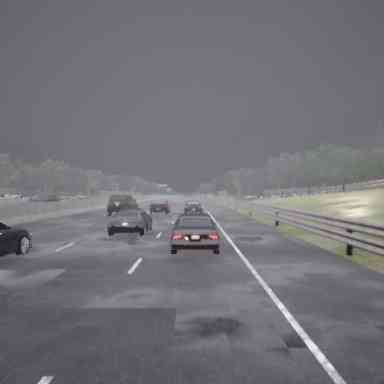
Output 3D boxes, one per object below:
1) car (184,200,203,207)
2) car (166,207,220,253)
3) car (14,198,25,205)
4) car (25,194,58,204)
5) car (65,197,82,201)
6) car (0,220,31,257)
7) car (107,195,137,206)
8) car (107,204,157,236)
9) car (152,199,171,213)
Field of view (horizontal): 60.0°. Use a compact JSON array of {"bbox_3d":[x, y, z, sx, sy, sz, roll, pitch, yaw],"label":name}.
[{"bbox_3d":[0.149,1.578,35.072,1.812,1.442,4.674,0,0,0],"label":"car"},{"bbox_3d":[0.116,1.567,13.680,2.033,1.411,5.357,0,0,0],"label":"car"},{"bbox_3d":[-24.498,1.608,49.394,1.812,1.442,4.674,0,0,0],"label":"car"},{"bbox_3d":[-21.012,1.299,47.453,2.150,2.045,5.566,0,0,0],"label":"car"},{"bbox_3d":[-17.504,1.587,49.387,1.837,1.490,4.892,0,0,0],"label":"car"},{"bbox_3d":[-6.890,1.520,10.425,1.837,1.490,4.892,0,0,0],"label":"car"},{"bbox_3d":[-6.855,1.271,33.093,2.150,2.045,5.566,0,0,0],"label":"car"},{"bbox_3d":[-3.377,1.592,18.785,1.994,1.385,4.181,0,0,0],"label":"car"},{"bbox_3d":[-3.351,1.531,35.682,1.882,1.535,5.008,0,0,0],"label":"car"}]
